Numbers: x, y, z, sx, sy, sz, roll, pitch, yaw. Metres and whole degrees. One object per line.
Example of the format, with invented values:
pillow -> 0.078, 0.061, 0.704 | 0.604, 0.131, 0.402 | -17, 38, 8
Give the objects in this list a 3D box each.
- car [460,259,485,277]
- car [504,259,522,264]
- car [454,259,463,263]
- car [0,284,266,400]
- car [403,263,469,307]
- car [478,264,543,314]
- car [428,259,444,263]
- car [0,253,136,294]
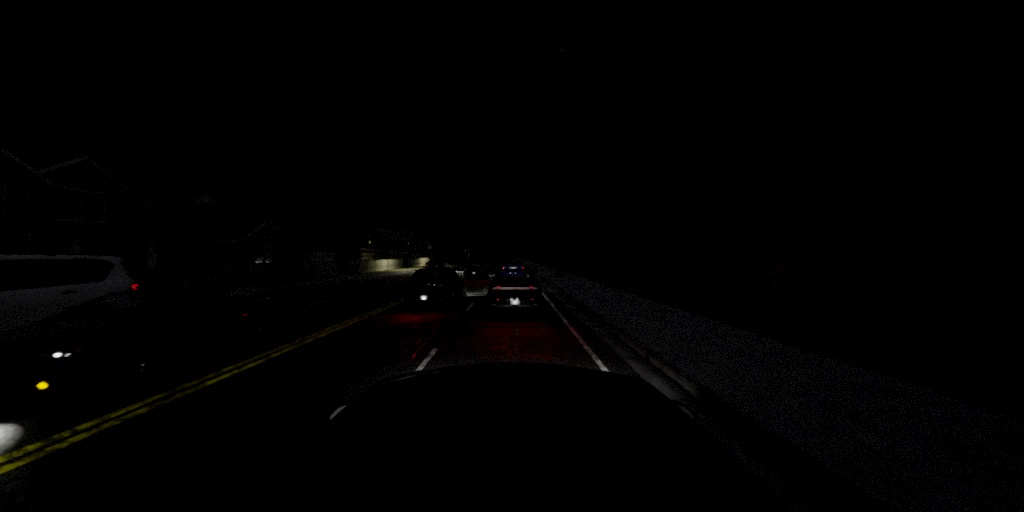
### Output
car -> -3.159, 1.230, 31.939 | 1.812, 1.442, 4.674 | 0, 0, 0
car -> 0.092, 1.058, 30.667 | 2.097, 1.767, 4.553 | 0, 0, 0
car -> -6.597, 1.190, 48.122 | 1.837, 1.490, 4.892 | 0, 1, 0
car -> -6.602, 1.306, 6.470 | 1.994, 1.385, 4.181 | 0, 0, 0
car -> -3.154, 1.234, 15.234 | 1.837, 1.490, 4.892 | 0, 0, 0
car -> 0.096, 1.224, 13.627 | 2.128, 1.511, 4.902 | 0, 0, 0
car -> -9.849, 1.192, 46.090 | 1.837, 1.490, 4.892 | 0, 0, 0
car -> -9.852, 0.964, 6.135 | 2.150, 2.045, 5.566 | 0, 0, 0
